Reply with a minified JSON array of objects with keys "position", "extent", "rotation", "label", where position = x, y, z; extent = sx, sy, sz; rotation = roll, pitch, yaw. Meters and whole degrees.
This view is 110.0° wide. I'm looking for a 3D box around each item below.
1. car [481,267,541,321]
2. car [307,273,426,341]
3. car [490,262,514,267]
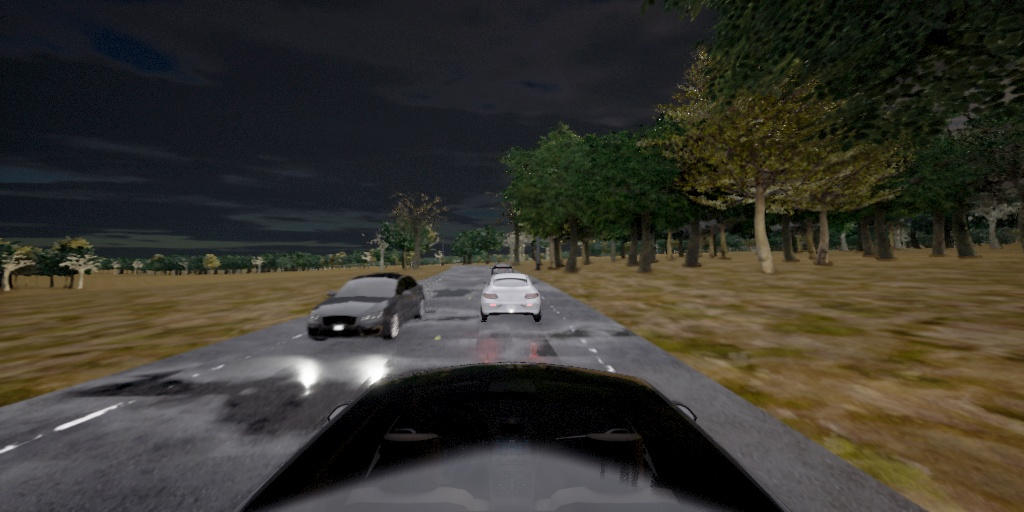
[{"position":[-0.073,1.285,12.354],"extent":[1.812,1.442,4.674],"rotation":[0,0,-1],"label":"car"},{"position":[-3.713,1.263,10.011],"extent":[1.837,1.490,4.892],"rotation":[0,0,-1],"label":"car"},{"position":[-0.852,1.290,30.976],"extent":[2.128,1.511,4.902],"rotation":[0,0,-4],"label":"car"}]
